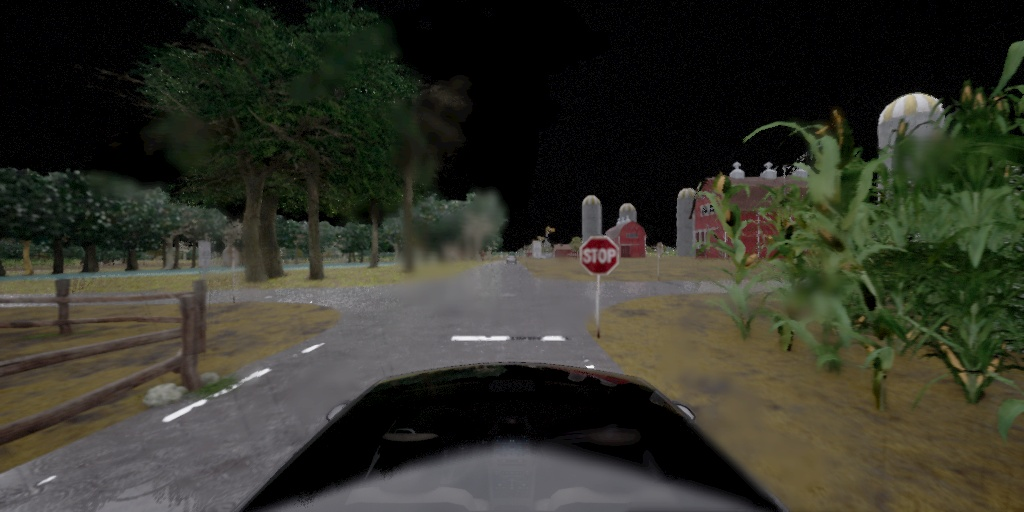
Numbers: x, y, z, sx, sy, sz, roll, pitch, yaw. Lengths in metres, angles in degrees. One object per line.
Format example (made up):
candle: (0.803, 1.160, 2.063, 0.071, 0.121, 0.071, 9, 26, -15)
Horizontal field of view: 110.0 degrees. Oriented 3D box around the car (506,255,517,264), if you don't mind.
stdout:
car: (-0.119, 0.639, 63.933, 2.128, 1.511, 4.902, 0, 0, 0)
